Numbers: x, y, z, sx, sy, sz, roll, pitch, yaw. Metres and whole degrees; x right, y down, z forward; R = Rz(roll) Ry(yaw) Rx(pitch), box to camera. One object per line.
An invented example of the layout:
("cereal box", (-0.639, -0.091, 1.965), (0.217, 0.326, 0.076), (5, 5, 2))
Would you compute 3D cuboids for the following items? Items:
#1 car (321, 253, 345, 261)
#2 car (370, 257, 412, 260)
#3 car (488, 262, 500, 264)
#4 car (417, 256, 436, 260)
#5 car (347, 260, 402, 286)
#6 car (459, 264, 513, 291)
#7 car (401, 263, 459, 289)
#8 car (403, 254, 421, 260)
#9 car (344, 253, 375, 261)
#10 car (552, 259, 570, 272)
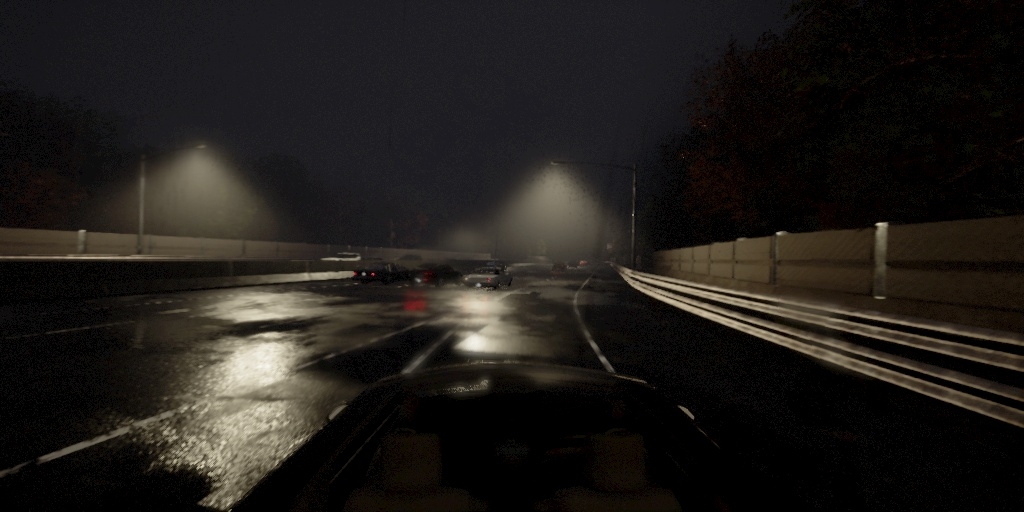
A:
("car", (-20.958, 0.603, 44.145), (2.150, 2.045, 5.566), (1, 0, 15))
("car", (-14.242, 1.140, 42.247), (1.895, 1.301, 4.718), (1, 0, 15))
("car", (-2.323, 1.412, 46.144), (1.994, 1.385, 4.181), (1, 0, 15))
("car", (-13.357, 1.203, 59.397), (1.994, 1.385, 4.181), (1, 0, 15))
("car", (-8.157, 1.149, 23.643), (2.033, 1.411, 5.357), (1, 0, 14))
("car", (-1.312, 1.362, 22.157), (1.895, 1.301, 4.718), (1, 0, 14))
("car", (-4.737, 1.188, 22.882), (1.837, 1.490, 4.892), (1, 0, 14))
("car", (-16.900, 0.771, 59.650), (2.150, 2.045, 5.566), (1, 0, 15))
("car", (-17.535, 0.816, 43.452), (2.097, 1.767, 4.553), (1, 0, 15))
("car", (7.509, 1.642, 56.150), (1.837, 1.490, 4.892), (1, 0, 15))
